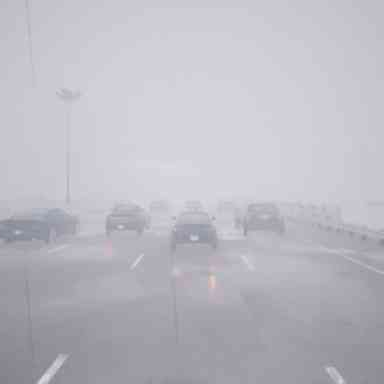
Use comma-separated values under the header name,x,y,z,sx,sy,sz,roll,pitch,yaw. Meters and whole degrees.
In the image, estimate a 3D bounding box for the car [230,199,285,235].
name,x,y,z,sx,sy,sz,roll,pitch,yaw
car,3.593,1.314,18.516,2.097,1.767,4.553,0,0,0

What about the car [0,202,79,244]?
name,x,y,z,sx,sy,sz,roll,pitch,yaw
car,-6.907,1.446,15.663,1.882,1.535,5.008,0,0,0

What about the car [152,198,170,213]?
name,x,y,z,sx,sy,sz,roll,pitch,yaw
car,-3.413,1.427,35.585,2.128,1.511,4.902,0,0,0

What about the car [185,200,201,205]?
name,x,y,z,sx,sy,sz,roll,pitch,yaw
car,0.090,1.484,30.768,2.033,1.411,5.357,0,0,0

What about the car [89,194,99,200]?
name,x,y,z,sx,sy,sz,roll,pitch,yaw
car,-17.546,1.321,57.947,2.150,2.045,5.566,0,-1,1

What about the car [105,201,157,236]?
name,x,y,z,sx,sy,sz,roll,pitch,yaw
car,-3.408,1.454,18.361,2.128,1.511,4.902,0,0,0

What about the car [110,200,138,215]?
name,x,y,z,sx,sy,sz,roll,pitch,yaw
car,-6.911,1.537,34.277,1.895,1.301,4.718,0,0,0

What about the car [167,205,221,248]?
name,x,y,z,sx,sy,sz,roll,pitch,yaw
car,0.081,1.496,14.391,1.812,1.442,4.674,0,0,0

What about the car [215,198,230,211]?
name,x,y,z,sx,sy,sz,roll,pitch,yaw
car,3.588,1.426,35.577,2.128,1.511,4.902,0,0,0
